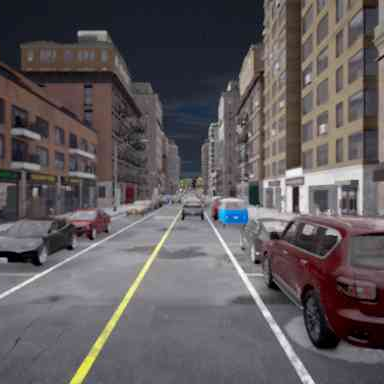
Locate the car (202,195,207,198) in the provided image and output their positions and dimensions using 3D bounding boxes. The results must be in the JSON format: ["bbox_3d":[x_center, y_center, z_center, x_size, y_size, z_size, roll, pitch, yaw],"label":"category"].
[{"bbox_3d":[2.690,1.561,49.634,1.752,1.417,4.829,0,0,0],"label":"car"}]

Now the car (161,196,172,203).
[{"bbox_3d":[-5.354,1.603,71.092,2.008,1.369,4.403,0,0,0],"label":"car"}]

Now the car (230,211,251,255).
[{"bbox_3d":[2.705,1.560,11.621,2.008,1.369,4.403,0,0,0],"label":"car"}]

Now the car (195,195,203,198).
[{"bbox_3d":[0.097,1.511,45.219,1.882,1.535,5.008,0,0,0],"label":"car"}]

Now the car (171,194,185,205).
[{"bbox_3d":[-2.761,1.549,60.772,1.837,1.490,4.892,0,0,1],"label":"car"}]

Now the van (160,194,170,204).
[{"bbox_3d":[-5.358,1.390,65.686,1.690,1.788,3.998,0,0,0],"label":"van"}]

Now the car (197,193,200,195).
[{"bbox_3d":[2.678,1.607,76.495,2.008,1.369,4.403,0,0,0],"label":"car"}]

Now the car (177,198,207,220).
[{"bbox_3d":[0.083,1.514,28.622,2.128,1.511,4.902,0,0,0],"label":"car"}]

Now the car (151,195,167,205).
[{"bbox_3d":[-5.371,1.352,49.467,2.192,1.841,5.009,0,0,0],"label":"car"}]

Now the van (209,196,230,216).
[{"bbox_3d":[2.696,1.366,33.246,1.690,1.788,3.998,0,0,0],"label":"van"}]

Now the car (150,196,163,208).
[{"bbox_3d":[-5.375,1.599,44.061,1.947,1.339,4.313,0,0,0],"label":"car"}]

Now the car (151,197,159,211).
[{"bbox_3d":[-5.379,1.580,38.655,2.008,1.369,4.403,0,0,0],"label":"car"}]

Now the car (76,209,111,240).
[{"bbox_3d":[-5.395,1.559,17.030,1.887,1.381,4.507,0,0,0],"label":"car"}]

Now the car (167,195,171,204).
[{"bbox_3d":[-5.362,1.627,60.280,1.802,1.307,4.206,0,0,0],"label":"car"}]

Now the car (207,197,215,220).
[{"bbox_3d":[2.699,1.336,27.840,2.192,1.841,5.009,0,0,0],"label":"car"}]

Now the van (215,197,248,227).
[{"bbox_3d":[2.701,1.358,22.433,1.690,1.788,3.998,0,0,0],"label":"van"}]

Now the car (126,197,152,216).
[{"bbox_3d":[-5.383,1.551,33.079,1.752,1.417,4.829,0,0,0],"label":"car"}]

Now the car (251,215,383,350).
[{"bbox_3d":[2.708,1.320,6.215,2.192,1.841,5.009,0,0,0],"label":"car"}]

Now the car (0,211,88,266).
[{"bbox_3d":[-5.399,1.576,11.623,1.947,1.339,4.313,0,0,0],"label":"car"}]
